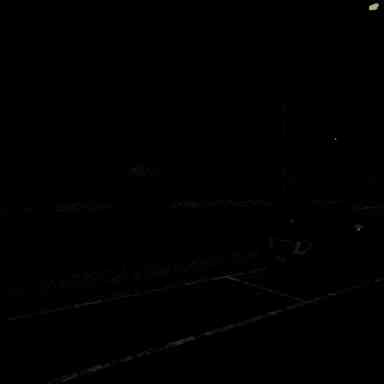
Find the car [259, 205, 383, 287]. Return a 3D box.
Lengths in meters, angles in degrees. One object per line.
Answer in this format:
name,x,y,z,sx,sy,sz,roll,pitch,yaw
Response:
car,4.189,1.313,9.519,5.009,1.841,2.192,0,0,-35
